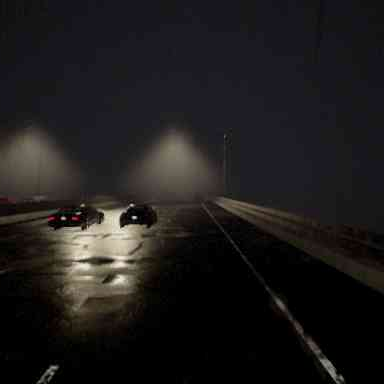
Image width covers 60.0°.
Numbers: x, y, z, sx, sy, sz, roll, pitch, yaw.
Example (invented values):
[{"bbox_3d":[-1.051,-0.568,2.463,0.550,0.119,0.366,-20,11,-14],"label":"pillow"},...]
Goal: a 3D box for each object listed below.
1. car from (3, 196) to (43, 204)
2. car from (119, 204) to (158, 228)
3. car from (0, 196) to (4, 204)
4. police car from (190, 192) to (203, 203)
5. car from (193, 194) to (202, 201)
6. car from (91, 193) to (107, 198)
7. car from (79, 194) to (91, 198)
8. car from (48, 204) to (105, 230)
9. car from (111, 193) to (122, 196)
[{"bbox_3d":[-17.589,1.351,35.737,2.128,1.511,4.902,0,0,0],"label":"car"},{"bbox_3d":[-3.398,1.479,21.650,1.994,1.385,4.181,0,0,0],"label":"car"},{"bbox_3d":[-21.090,1.213,35.341,2.097,1.767,4.553,0,0,0],"label":"car"},{"bbox_3d":[1.054,1.179,62.118,1.930,1.638,5.238,0,0,0],"label":"police car"},{"bbox_3d":[1.055,1.192,72.008,1.882,1.535,5.008,0,0,0],"label":"car"},{"bbox_3d":[-20.995,0.978,76.650,1.882,1.535,5.008,0,0,0],"label":"car"},{"bbox_3d":[-24.494,1.096,76.619,1.895,1.301,4.718,0,0,0],"label":"car"},{"bbox_3d":[-6.897,1.467,20.347,2.033,1.411,5.357,0,0,0],"label":"car"},{"bbox_3d":[-17.495,0.939,77.063,1.882,1.535,5.008,0,0,0],"label":"car"}]
